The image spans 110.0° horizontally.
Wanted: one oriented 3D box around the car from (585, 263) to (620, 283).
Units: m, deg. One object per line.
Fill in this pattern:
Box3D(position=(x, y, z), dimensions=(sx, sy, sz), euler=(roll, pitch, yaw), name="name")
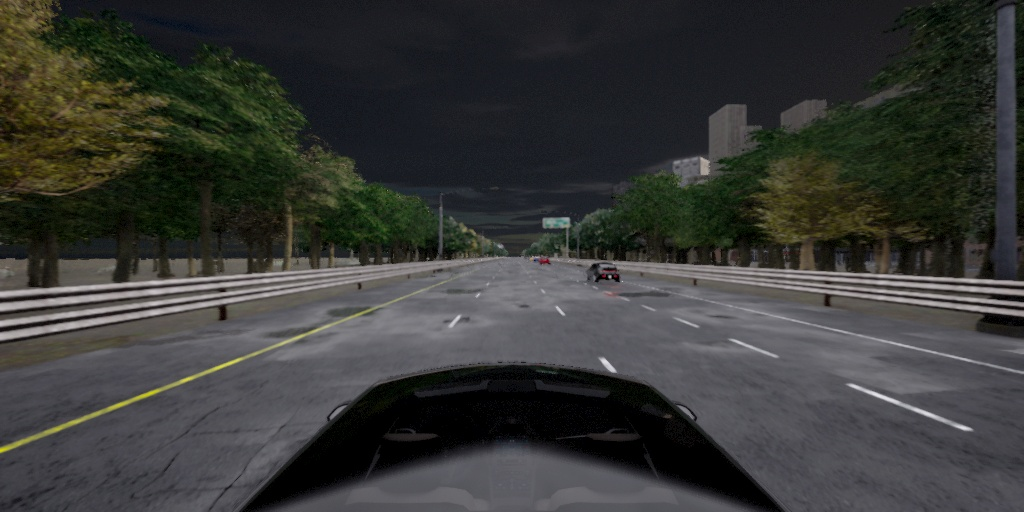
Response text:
Box3D(position=(7.035, 1.268, 28.138), dimensions=(1.837, 1.490, 4.892), euler=(0, 0, 0), name="car")
